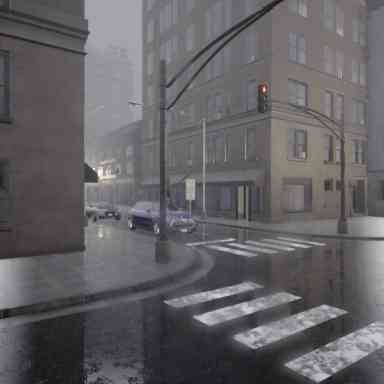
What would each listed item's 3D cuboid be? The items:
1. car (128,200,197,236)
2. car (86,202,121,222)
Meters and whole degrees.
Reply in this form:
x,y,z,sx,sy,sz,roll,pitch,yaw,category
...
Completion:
x,y,z,sx,sy,sz,roll,pitch,yaw,category
-1.692,1.269,17.936,2.097,1.767,4.553,0,0,-36,car
-6.991,1.433,25.336,1.994,1.385,4.181,0,0,-35,car
